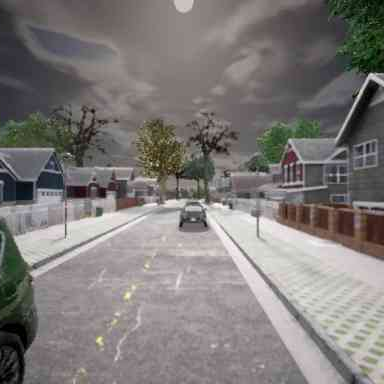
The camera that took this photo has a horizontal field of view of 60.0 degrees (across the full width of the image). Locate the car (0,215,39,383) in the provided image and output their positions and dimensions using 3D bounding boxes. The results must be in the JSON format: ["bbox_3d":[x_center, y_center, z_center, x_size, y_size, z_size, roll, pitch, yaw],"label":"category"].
[{"bbox_3d":[-2.842,1.221,1.592,2.150,2.045,5.566,0,0,0],"label":"car"}]

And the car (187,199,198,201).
[{"bbox_3d":[0.096,1.646,42.589,1.837,1.490,4.892,0,0,0],"label":"car"}]

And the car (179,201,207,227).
[{"bbox_3d":[0.088,1.560,23.195,1.812,1.442,4.674,0,0,0],"label":"car"}]
